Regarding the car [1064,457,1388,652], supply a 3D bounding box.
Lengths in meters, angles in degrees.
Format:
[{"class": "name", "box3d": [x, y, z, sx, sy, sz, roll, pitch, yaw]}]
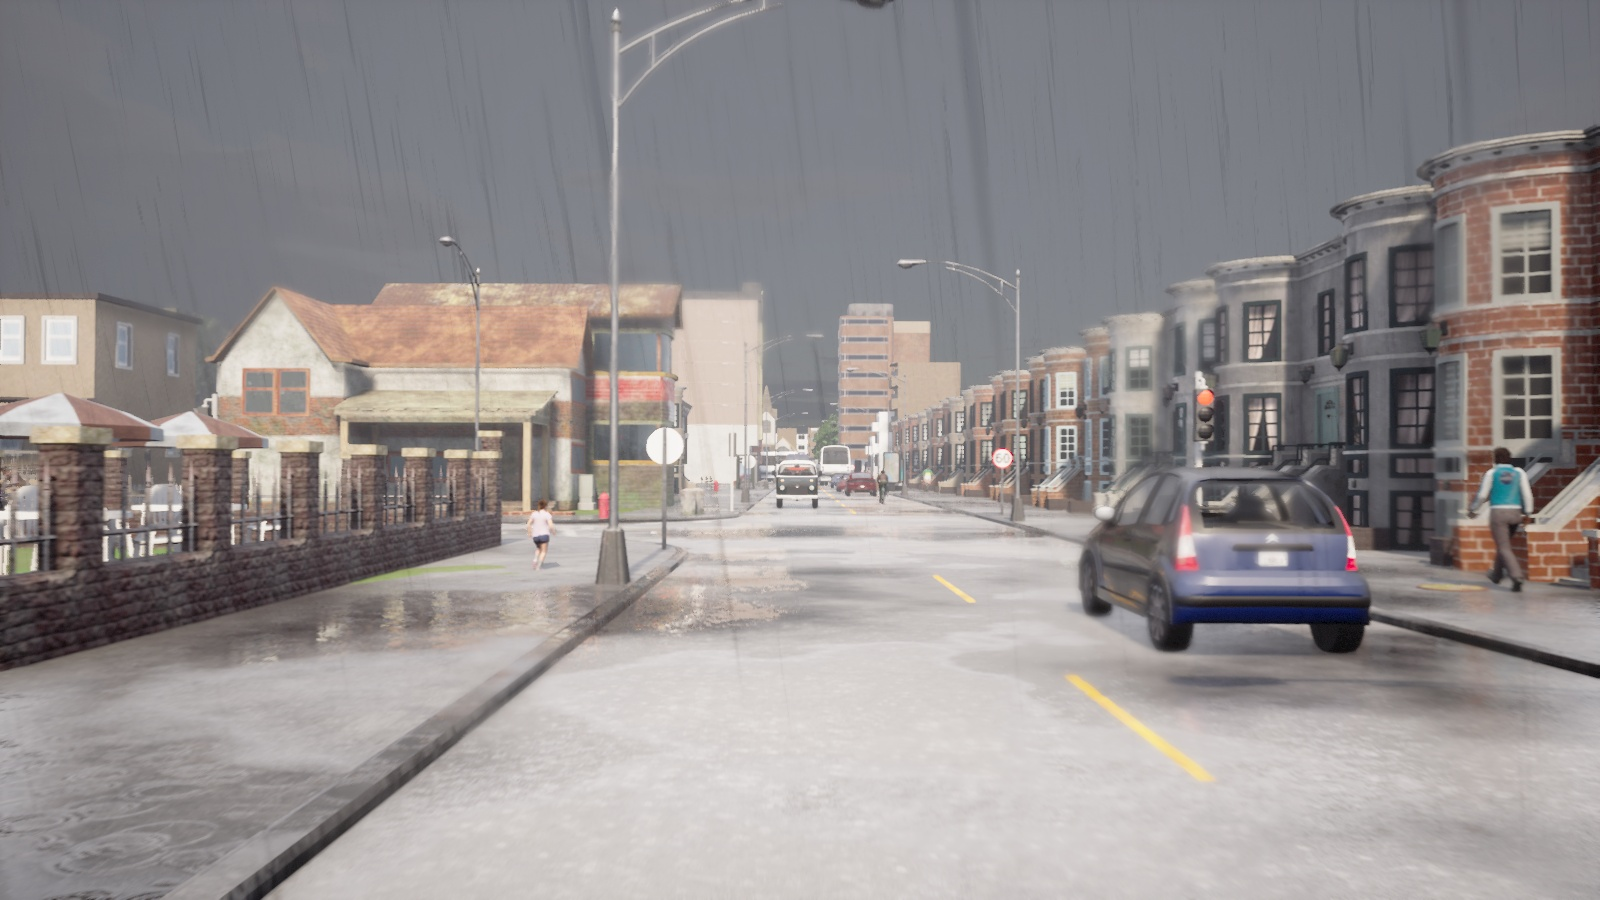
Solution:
[{"class": "car", "box3d": [3.966, 0.906, 12.464, 1.851, 1.617, 3.988, 0, -1, 0]}]

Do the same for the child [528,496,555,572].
[{"class": "child", "box3d": [-3.800, 1.229, 18.476, 0.255, 1.110, 0.394, 0, -1, 13]}]

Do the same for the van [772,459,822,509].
[{"class": "van", "box3d": [-0.109, 1.442, 53.970, 2.069, 2.038, 4.480, 0, -1, 0]}]

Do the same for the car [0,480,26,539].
[{"class": "car", "box3d": [-22.160, 1.462, 30.527, 5.357, 1.411, 2.033, 0, -1, -3]}]

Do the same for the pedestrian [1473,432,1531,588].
[{"class": "pedestrian", "box3d": [8.881, 0.753, 15.904, 0.396, 1.930, 0.692, 0, -1, 7]}]

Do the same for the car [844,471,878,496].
[{"class": "car", "box3d": [3.852, 2.120, 80.249, 1.882, 1.535, 5.008, 0, -1, 0]}]
